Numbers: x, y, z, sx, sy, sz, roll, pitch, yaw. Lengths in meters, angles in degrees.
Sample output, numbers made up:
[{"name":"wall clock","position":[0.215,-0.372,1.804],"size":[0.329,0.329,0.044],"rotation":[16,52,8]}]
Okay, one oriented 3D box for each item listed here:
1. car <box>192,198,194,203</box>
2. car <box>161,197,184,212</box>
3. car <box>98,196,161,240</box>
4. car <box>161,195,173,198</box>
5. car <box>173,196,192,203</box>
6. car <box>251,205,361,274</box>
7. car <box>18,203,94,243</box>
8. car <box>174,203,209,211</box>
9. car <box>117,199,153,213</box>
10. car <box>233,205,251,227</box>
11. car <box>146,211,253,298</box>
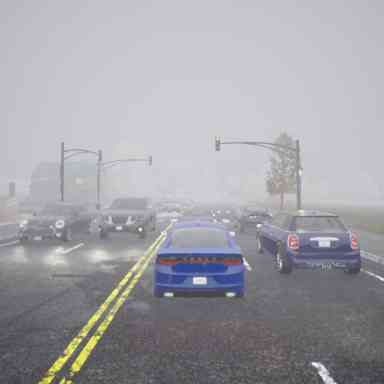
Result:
[{"name":"car","position":[-0.561,1.687,69.631],"size":[1.994,1.385,4.181],"rotation":[0,0,4]},{"name":"car","position":[-2.435,1.655,39.966],"size":[1.895,1.301,4.718],"rotation":[0,0,3]},{"name":"car","position":[-3.164,1.236,17.428],"size":[2.150,2.045,5.566],"rotation":[0,0,1]},{"name":"car","position":[-4.809,1.603,56.337],"size":[1.837,1.490,4.892],"rotation":[0,-1,4]},{"name":"car","position":[-1.615,1.691,55.375],"size":[1.895,1.301,4.718],"rotation":[0,0,4]},{"name":"car","position":[3.440,1.358,10.694],"size":[2.097,1.767,4.553],"rotation":[0,0,1]},{"name":"car","position":[-6.430,1.367,16.205],"size":[2.097,1.767,4.553],"rotation":[0,0,1]},{"name":"car","position":[0.307,1.562,18.411],"size":[2.033,1.411,5.357],"rotation":[0,0,1]},{"name":"car","position":[-6.601,1.604,39.444],"size":[2.033,1.411,5.357],"rotation":[0,0,17]},{"name":"car","position":[3.597,1.520,19.846],"size":[1.837,1.490,4.892],"rotation":[0,0,1]},{"name":"car","position":[0.160,1.483,8.598],"size":[1.882,1.535,5.008],"rotation":[0,0,0]}]
